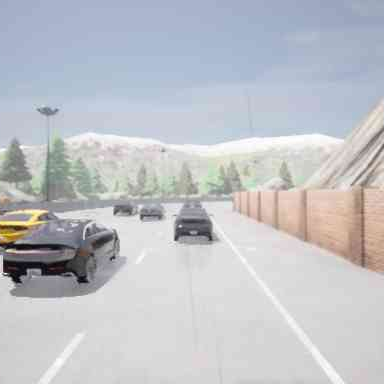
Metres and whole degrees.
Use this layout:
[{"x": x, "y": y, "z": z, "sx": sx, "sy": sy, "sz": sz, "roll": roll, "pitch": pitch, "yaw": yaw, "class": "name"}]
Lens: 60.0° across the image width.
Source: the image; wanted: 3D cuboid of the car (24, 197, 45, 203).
[{"x": -22.963, "y": 1.535, "z": 51.000, "sx": 2.097, "sy": 1.767, "sz": 4.553, "roll": 0, "pitch": 0, "yaw": 11, "class": "car"}]

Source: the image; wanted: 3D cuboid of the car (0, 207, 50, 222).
[{"x": -6.931, "y": 1.527, "z": 14.520, "sx": 1.882, "sy": 1.535, "sz": 5.008, "roll": 0, "pitch": 0, "yaw": 0, "class": "car"}]

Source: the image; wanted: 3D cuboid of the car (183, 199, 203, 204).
[{"x": 0.102, "y": 1.471, "z": 34.717, "sx": 2.097, "sy": 1.767, "sz": 4.553, "roll": 0, "pitch": 0, "yaw": 1, "class": "car"}]

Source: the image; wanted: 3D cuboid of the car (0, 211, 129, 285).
[{"x": -3.421, "y": 1.525, "z": 9.626, "sx": 2.128, "sy": 1.511, "sz": 4.902, "roll": 0, "pitch": 0, "yaw": 0, "class": "car"}]

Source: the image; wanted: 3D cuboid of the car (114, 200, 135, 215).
[{"x": -6.890, "y": 1.625, "z": 35.021, "sx": 1.837, "sy": 1.490, "sz": 4.892, "roll": 0, "pitch": 0, "yaw": 2, "class": "car"}]

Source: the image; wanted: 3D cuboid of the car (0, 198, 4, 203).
[{"x": -29.843, "y": 1.664, "z": 52.283, "sx": 1.882, "sy": 1.535, "sz": 5.008, "roll": 0, "pitch": 0, "yaw": 11, "class": "car"}]

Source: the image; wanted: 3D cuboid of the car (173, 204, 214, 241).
[{"x": 0.063, "y": 1.564, "z": 17.154, "sx": 1.837, "sy": 1.490, "sz": 4.892, "roll": 0, "pitch": 0, "yaw": 0, "class": "car"}]

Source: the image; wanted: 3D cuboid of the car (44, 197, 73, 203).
[{"x": -19.536, "y": 1.693, "z": 50.285, "sx": 1.882, "sy": 1.535, "sz": 5.008, "roll": 0, "pitch": 0, "yaw": 11, "class": "car"}]

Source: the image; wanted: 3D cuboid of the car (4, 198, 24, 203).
[{"x": -26.407, "y": 1.749, "z": 51.619, "sx": 1.994, "sy": 1.385, "sz": 4.181, "roll": 0, "pitch": 0, "yaw": 11, "class": "car"}]

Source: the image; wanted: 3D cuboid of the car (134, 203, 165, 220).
[{"x": -3.458, "y": 1.649, "z": 29.526, "sx": 2.033, "sy": 1.411, "sz": 5.357, "roll": 0, "pitch": 0, "yaw": 0, "class": "car"}]

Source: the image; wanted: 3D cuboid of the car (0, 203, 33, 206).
[{"x": -10.440, "y": 1.551, "z": 17.645, "sx": 2.128, "sy": 1.511, "sz": 4.902, "roll": 0, "pitch": 0, "yaw": 0, "class": "car"}]
